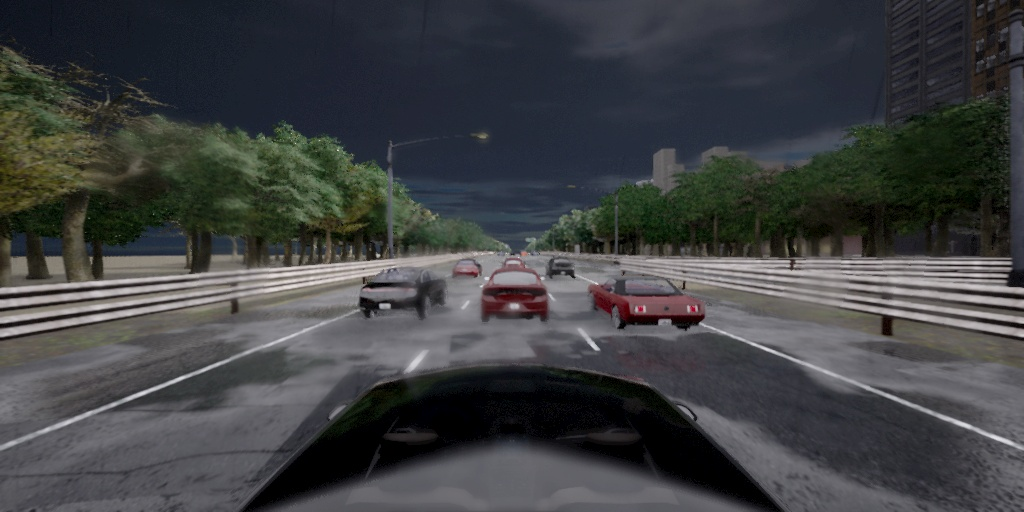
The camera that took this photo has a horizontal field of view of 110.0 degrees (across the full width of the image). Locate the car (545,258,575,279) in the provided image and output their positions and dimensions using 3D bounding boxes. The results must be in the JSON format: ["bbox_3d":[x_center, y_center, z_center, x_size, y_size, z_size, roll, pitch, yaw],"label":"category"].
[{"bbox_3d":[3.603,0.877,27.385,1.837,1.490,4.892,0,1,0],"label":"car"}]

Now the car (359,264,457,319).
[{"bbox_3d":[-3.410,1.105,12.084,2.128,1.511,4.902,0,1,0],"label":"car"}]

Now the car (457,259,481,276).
[{"bbox_3d":[-3.395,0.927,27.873,1.994,1.385,4.181,0,1,0],"label":"car"}]

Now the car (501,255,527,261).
[{"bbox_3d":[0.106,0.881,28.309,1.812,1.442,4.674,0,1,0],"label":"car"}]

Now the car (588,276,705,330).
[{"bbox_3d":[3.586,1.235,10.592,1.895,1.301,4.718,0,1,0],"label":"car"}]

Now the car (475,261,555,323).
[{"bbox_3d":[0.088,1.098,11.592,1.882,1.535,5.008,0,1,0],"label":"car"}]
